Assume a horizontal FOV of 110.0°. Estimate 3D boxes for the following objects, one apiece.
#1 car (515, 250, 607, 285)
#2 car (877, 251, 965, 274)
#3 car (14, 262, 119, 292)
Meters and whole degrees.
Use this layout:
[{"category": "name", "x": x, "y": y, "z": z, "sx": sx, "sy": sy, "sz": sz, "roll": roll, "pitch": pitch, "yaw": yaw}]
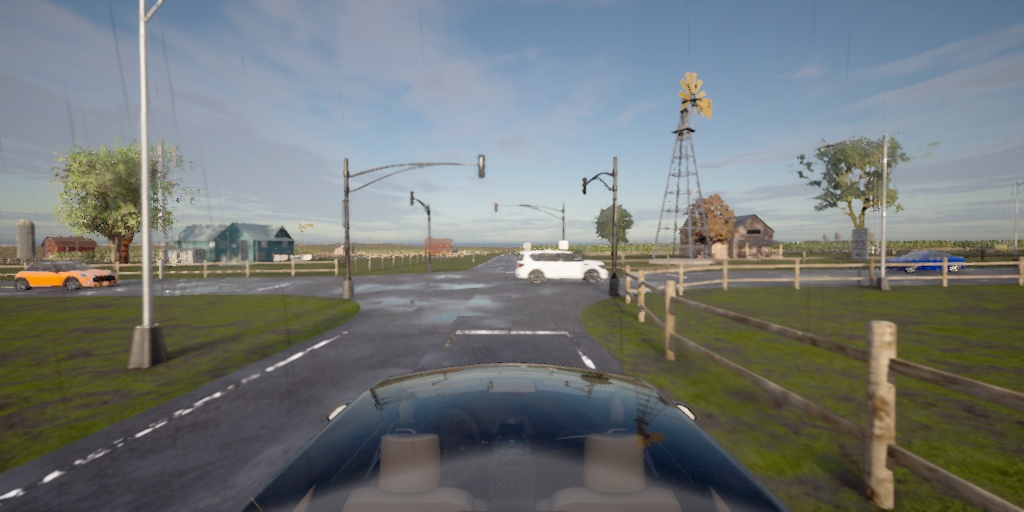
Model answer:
[{"category": "car", "x": 2.973, "y": 0.668, "z": 22.197, "sx": 5.566, "sy": 2.045, "sz": 2.150, "roll": -1, "pitch": 2, "yaw": 0}, {"category": "car", "x": 29.342, "y": 0.420, "z": 25.827, "sx": 5.008, "sy": 1.535, "sz": 1.882, "roll": -1, "pitch": 2, "yaw": 0}, {"category": "car", "x": -27.391, "y": 1.169, "z": 22.165, "sx": 4.553, "sy": 1.767, "sz": 2.097, "roll": -1, "pitch": 2, "yaw": 0}]
